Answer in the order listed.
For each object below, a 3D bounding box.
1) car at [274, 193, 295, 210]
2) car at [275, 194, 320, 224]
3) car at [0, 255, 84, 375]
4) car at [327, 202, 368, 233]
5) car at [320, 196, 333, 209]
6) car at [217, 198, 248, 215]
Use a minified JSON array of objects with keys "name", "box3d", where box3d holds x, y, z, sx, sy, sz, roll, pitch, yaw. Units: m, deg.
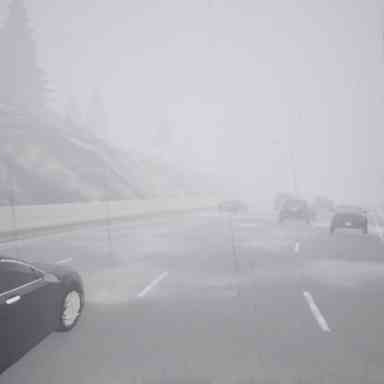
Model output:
[{"name":"car","box3d":[11.009,1.094,38.388,2.150,2.045,5.566,1,0,27]},{"name":"car","box3d":[7.900,1.276,24.641,2.097,1.767,4.553,1,0,26]},{"name":"car","box3d":[-2.937,1.459,3.886,1.837,1.490,4.892,0,0,5]},{"name":"car","box3d":[9.130,1.490,19.383,1.812,1.442,4.674,1,0,26]},{"name":"car","box3d":[15.662,1.255,39.739,2.097,1.767,4.553,1,0,27]},{"name":"car","box3d":[4.081,1.341,32.643,2.128,1.511,4.902,1,0,27]}]
